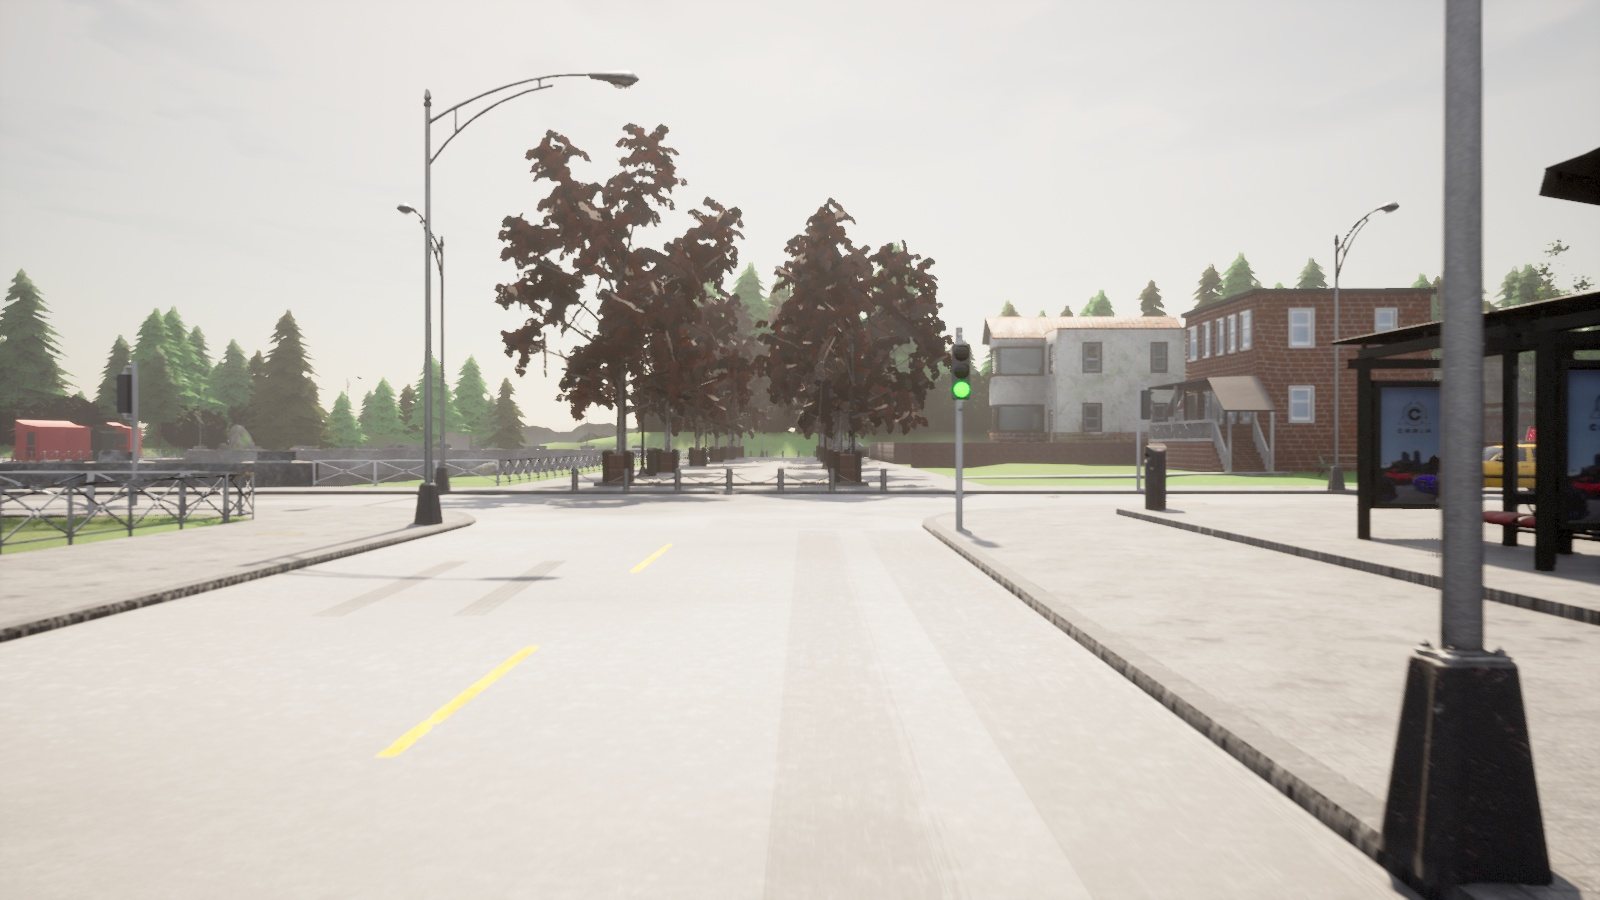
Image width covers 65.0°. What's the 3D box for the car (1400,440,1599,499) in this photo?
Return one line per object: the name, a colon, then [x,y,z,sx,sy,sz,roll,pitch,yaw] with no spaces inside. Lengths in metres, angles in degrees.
car: [19.400,0.509,34.073,5.366,1.575,1.801,0,0,1]
